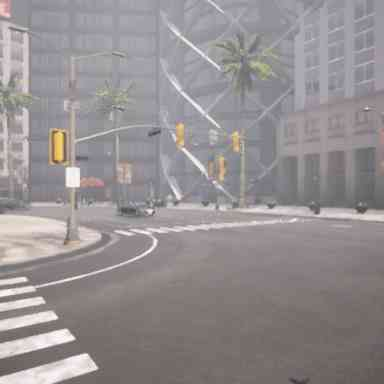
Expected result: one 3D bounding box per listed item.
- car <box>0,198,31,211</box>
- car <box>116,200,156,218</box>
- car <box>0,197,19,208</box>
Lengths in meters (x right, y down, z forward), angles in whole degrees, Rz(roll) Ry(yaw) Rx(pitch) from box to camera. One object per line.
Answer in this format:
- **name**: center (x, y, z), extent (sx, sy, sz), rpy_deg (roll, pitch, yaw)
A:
- **car**: center (-22.462, 1.619, 41.576), extent (4.674, 1.442, 1.812), rpy_deg (0, 0, 13)
- **car**: center (-5.236, 1.538, 30.766), extent (2.128, 1.511, 4.902), rpy_deg (0, 0, -41)
- **car**: center (-28.775, 1.593, 49.633), extent (5.008, 1.535, 1.882), rpy_deg (0, 0, 3)
